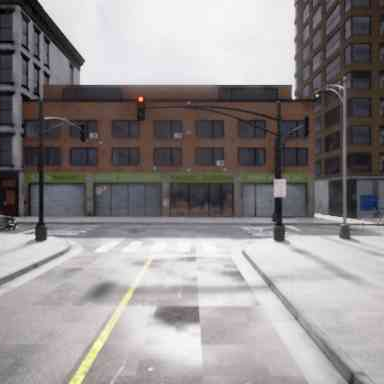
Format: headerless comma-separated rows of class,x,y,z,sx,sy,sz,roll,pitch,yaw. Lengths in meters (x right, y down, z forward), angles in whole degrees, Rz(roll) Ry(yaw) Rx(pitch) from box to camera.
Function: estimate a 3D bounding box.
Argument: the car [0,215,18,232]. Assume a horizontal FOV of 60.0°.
car,-12.173,1.543,18.188,4.892,1.490,1.837,1,0,0
